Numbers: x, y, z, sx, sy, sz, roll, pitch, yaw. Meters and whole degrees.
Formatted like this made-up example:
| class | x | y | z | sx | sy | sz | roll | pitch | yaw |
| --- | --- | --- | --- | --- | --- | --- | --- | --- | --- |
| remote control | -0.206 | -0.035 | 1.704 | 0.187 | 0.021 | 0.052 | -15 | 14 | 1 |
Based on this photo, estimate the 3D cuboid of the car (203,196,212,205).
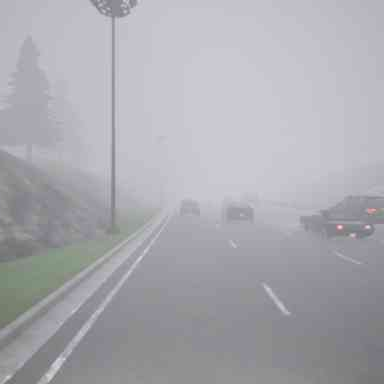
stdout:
| class | x | y | z | sx | sy | sz | roll | pitch | yaw |
| --- | --- | --- | --- | --- | --- | --- | --- | --- | --- |
| car | 2.335 | 1.479 | 58.315 | 1.812 | 1.442 | 4.674 | 0 | 0 | -2 |

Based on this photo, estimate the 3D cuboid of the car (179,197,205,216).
| class | x | y | z | sx | sy | sz | roll | pitch | yaw |
| --- | --- | --- | --- | --- | --- | --- | --- | --- | --- |
| car | -0.246 | 1.463 | 31.979 | 2.128 | 1.511 | 4.902 | 0 | 0 | -2 |

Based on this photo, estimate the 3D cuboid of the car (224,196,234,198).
| class | x | y | z | sx | sy | sz | roll | pitch | yaw |
| --- | --- | --- | --- | --- | --- | --- | --- | --- | --- |
| car | 5.981 | 1.459 | 54.355 | 1.837 | 1.490 | 4.892 | 0 | -1 | -2 |

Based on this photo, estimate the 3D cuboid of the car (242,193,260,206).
| class | x | y | z | sx | sy | sz | roll | pitch | yaw |
| --- | --- | --- | --- | --- | --- | --- | --- | --- | --- |
| car | 9.490 | 1.176 | 54.154 | 2.150 | 2.045 | 5.566 | 0 | 0 | -2 |

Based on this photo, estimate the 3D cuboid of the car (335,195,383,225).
| class | x | y | z | sx | sy | sz | roll | pitch | yaw |
| --- | --- | --- | --- | --- | --- | --- | --- | --- | --- |
| car | 10.528 | 1.203 | 20.637 | 2.150 | 2.045 | 5.566 | 0 | 0 | -1 |

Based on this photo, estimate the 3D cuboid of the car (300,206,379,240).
| class | x | y | z | sx | sy | sz | roll | pitch | yaw |
| --- | --- | --- | --- | --- | --- | --- | --- | --- | --- |
| car | 7.061 | 1.587 | 16.853 | 1.895 | 1.301 | 4.718 | 0 | 0 | 0 |

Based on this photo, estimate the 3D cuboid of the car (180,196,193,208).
| class | x | y | z | sx | sy | sz | roll | pitch | yaw |
| --- | --- | --- | --- | --- | --- | --- | --- | --- | --- |
| car | -0.864 | 1.438 | 49.788 | 1.882 | 1.535 | 5.008 | 0 | 0 | -2 |

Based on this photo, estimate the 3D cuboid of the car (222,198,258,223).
| class | x | y | z | sx | sy | sz | roll | pitch | yaw |
| --- | --- | --- | --- | --- | --- | --- | --- | --- | --- |
| car | 3.438 | 1.457 | 25.713 | 1.882 | 1.535 | 5.008 | 0 | 0 | -1 |
